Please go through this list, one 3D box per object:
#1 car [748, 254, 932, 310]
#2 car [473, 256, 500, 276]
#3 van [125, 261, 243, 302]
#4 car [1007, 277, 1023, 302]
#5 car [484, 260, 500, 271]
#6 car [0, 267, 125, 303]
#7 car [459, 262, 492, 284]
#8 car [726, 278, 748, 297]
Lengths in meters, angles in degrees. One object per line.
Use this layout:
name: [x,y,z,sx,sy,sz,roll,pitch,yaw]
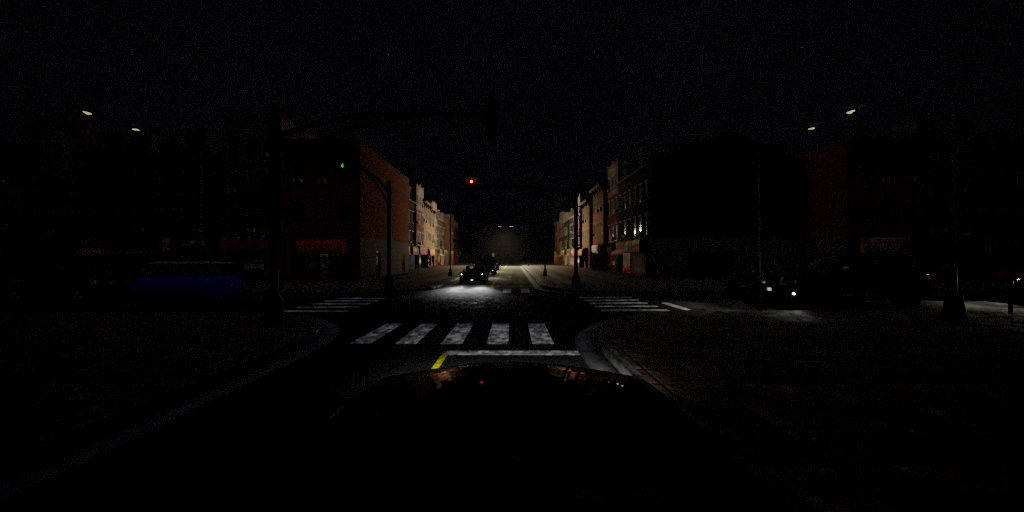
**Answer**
car: [12.778,0.935,13.968,5.566,2.045,2.150,0,0,0]
car: [-2.788,0.993,37.812,2.150,2.045,5.566,0,0,0]
van: [-14.718,1.124,16.423,3.998,1.789,1.690,0,0,0]
car: [22.655,1.047,13.993,4.553,1.767,2.097,0,0,0]
car: [-2.749,1.287,50.069,1.837,1.490,4.892,0,0,0]
car: [-20.193,1.238,16.406,4.097,1.591,1.967,0,0,0]
car: [-2.805,1.365,27.312,1.895,1.301,4.718,0,0,0]
car: [12.285,1.266,16.503,4.403,1.370,2.007,0,0,0]
